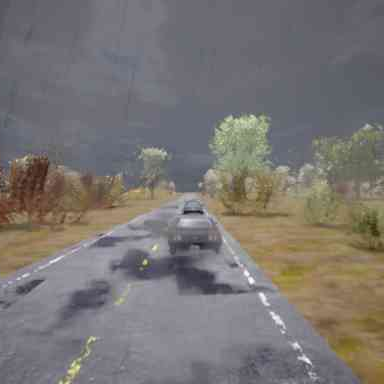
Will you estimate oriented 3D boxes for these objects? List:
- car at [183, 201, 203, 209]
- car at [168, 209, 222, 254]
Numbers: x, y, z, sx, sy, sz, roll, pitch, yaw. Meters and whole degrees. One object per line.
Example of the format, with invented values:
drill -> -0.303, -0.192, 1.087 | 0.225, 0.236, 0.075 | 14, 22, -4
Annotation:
car -> 0.115, 1.554, 33.599 | 1.994, 1.385, 4.181 | 0, 0, 0
car -> 0.106, 1.601, 13.498 | 1.895, 1.301, 4.718 | 0, 0, 0
